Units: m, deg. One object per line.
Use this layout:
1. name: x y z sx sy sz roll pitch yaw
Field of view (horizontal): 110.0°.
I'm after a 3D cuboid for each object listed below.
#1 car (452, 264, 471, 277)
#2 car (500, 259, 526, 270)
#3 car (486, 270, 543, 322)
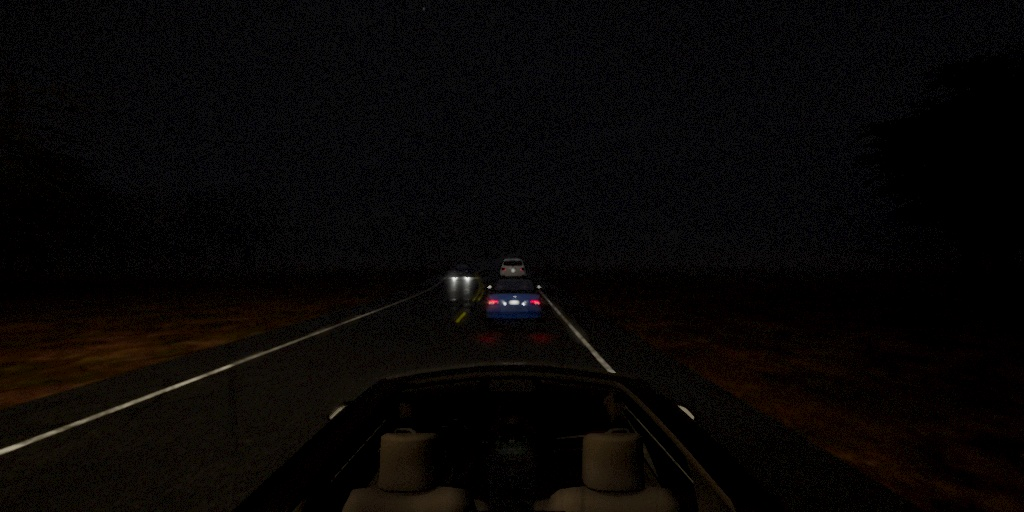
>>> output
1. car: -5.842 1.662 41.605 1.812 1.442 4.674 0 0 -6
2. car: 0.092 1.281 32.392 2.150 2.045 5.566 0 0 0
3. car: 0.082 1.410 12.840 2.033 1.411 5.357 0 -1 0
